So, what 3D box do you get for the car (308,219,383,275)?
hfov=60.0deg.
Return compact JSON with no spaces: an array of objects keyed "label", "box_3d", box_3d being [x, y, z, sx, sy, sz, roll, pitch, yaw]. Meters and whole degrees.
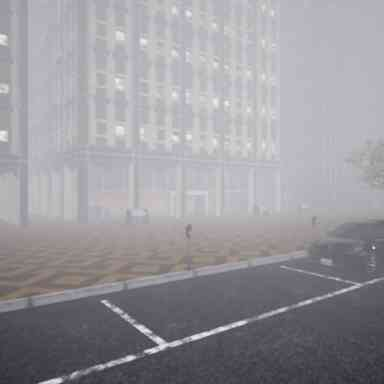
[{"label":"car","box_3d":[5.503,1.564,10.489,4.313,1.339,1.947,0,0,-36]}]
